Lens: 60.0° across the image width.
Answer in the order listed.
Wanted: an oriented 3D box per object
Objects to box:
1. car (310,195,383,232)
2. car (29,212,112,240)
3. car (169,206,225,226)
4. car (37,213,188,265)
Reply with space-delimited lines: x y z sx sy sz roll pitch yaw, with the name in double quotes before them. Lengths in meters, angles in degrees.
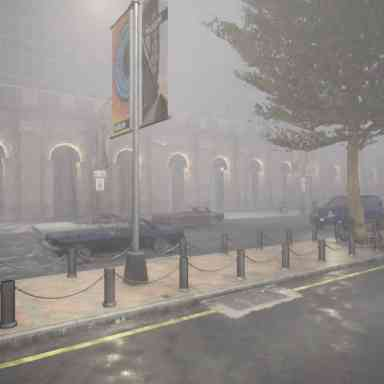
"car" 9.646 1.222 20.438 5.566 2.045 2.150 0 0 -35
"car" -4.578 1.601 14.803 4.718 1.301 1.895 0 0 -35
"car" -0.236 1.595 21.669 4.718 1.301 1.895 0 0 -35
"car" -2.706 1.601 11.845 4.718 1.301 1.895 0 0 -35
